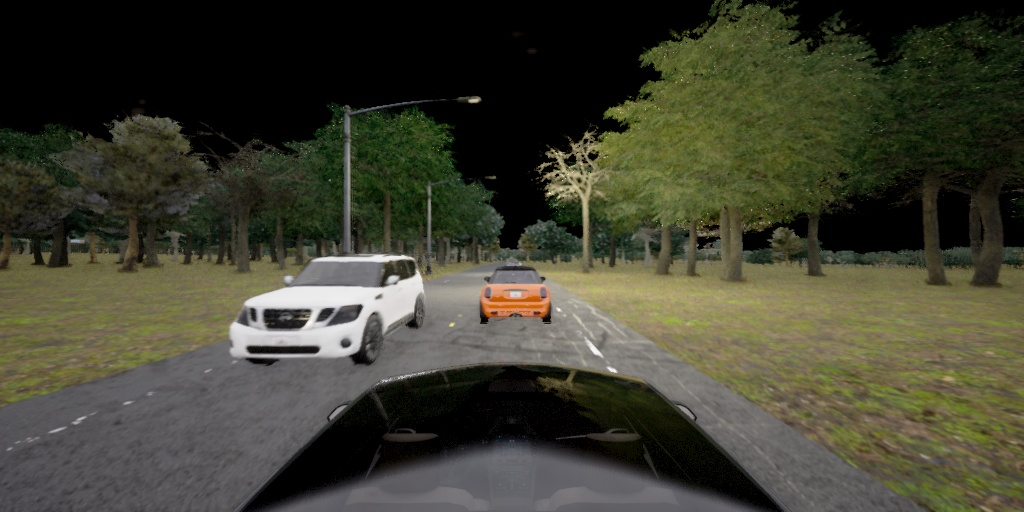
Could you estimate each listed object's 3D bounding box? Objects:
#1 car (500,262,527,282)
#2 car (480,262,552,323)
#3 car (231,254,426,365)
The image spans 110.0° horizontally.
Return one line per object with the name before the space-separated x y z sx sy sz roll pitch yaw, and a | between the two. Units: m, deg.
car | 0.113 1.265 30.297 2.128 1.511 4.902 0 0 0
car | 0.106 1.104 12.194 2.097 1.767 4.553 0 0 0
car | -3.595 0.973 8.358 2.150 2.045 5.566 0 0 0
